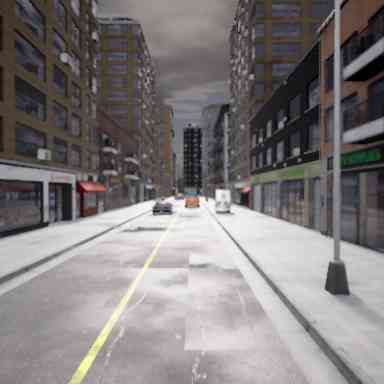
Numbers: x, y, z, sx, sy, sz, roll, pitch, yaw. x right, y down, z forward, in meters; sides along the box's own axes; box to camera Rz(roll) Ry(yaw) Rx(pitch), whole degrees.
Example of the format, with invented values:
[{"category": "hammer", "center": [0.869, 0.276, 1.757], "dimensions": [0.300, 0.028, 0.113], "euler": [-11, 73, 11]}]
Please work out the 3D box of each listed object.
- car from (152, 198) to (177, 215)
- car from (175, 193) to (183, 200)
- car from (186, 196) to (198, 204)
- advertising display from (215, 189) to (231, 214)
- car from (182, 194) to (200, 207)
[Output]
[{"category": "car", "center": [-2.857, 1.517, 33.030], "dimensions": [1.895, 1.301, 4.718], "euler": [0, 0, 0]}, {"category": "car", "center": [-2.775, 0.995, 74.620], "dimensions": [2.097, 1.767, 4.553], "euler": [0, 0, 0]}, {"category": "car", "center": [-0.019, 1.375, 58.680], "dimensions": [2.033, 1.411, 5.357], "euler": [0, 0, 0]}, {"category": "advertising display", "center": [3.003, 0.944, 32.280], "dimensions": [1.540, 2.440, 0.280], "euler": [0, 0, 0]}, {"category": "car", "center": [0.046, 1.218, 48.371], "dimensions": [2.097, 1.767, 4.553], "euler": [0, 0, 0]}]
